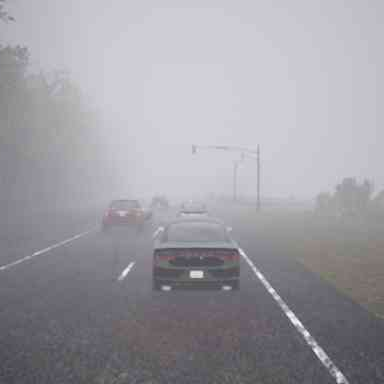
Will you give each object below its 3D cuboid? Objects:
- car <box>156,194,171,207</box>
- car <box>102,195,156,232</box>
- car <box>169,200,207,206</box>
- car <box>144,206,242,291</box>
[{"bbox_3d":[-3.470,1.025,37.039,1.837,1.490,4.892,0,1,0],"label":"car"},{"bbox_3d":[-3.435,1.112,18.490,2.097,1.767,4.553,0,1,0],"label":"car"},{"bbox_3d":[0.076,1.255,18.189,2.128,1.511,4.902,0,1,0],"label":"car"},{"bbox_3d":[0.084,1.364,8.694,1.882,1.535,5.008,0,1,0],"label":"car"}]
